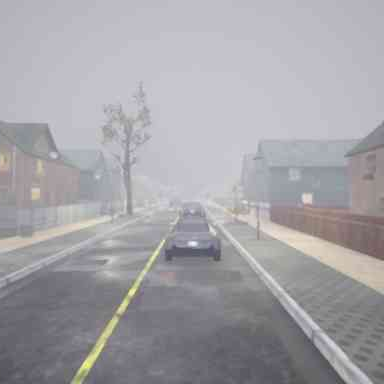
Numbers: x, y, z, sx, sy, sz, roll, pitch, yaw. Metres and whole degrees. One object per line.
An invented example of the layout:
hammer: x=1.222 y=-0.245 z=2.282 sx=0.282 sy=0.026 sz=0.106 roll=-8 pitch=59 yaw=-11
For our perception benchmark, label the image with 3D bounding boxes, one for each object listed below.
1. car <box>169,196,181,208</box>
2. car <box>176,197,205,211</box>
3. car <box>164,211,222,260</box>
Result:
car: x=-2.782 y=1.689 z=58.549 sx=2.150 sy=2.045 sz=5.566 roll=0 pitch=-1 yaw=1
car: x=0.046 y=1.554 z=27.521 sx=2.097 sy=1.767 sz=4.553 roll=0 pitch=-1 yaw=1
car: x=0.047 y=1.653 z=12.785 sx=1.994 sy=1.385 sz=4.181 roll=0 pitch=0 yaw=0
